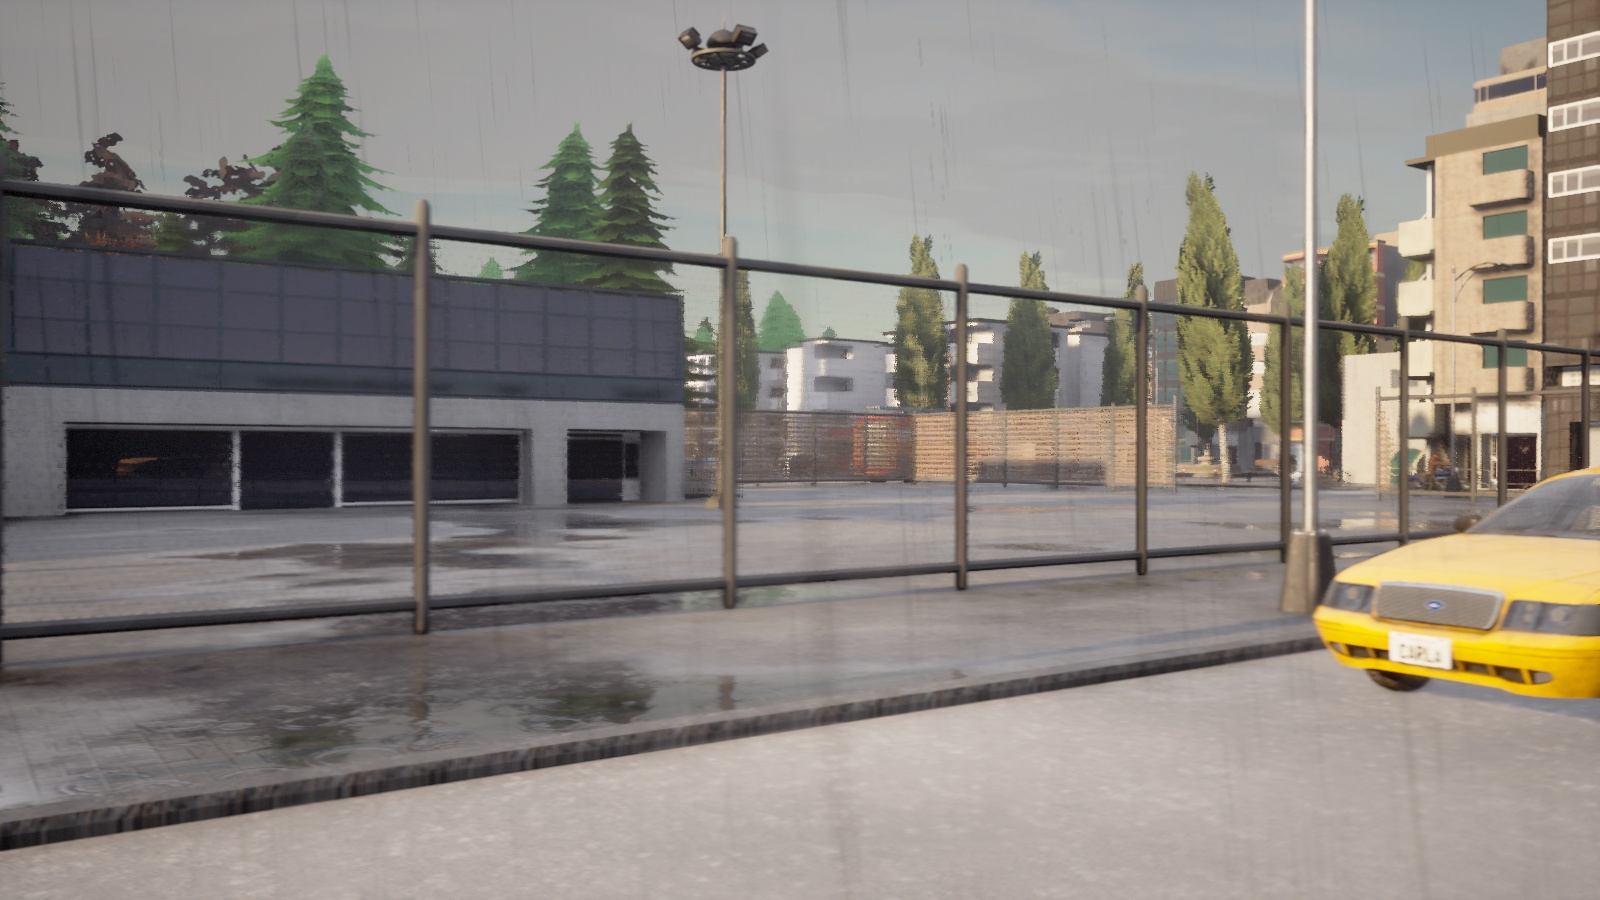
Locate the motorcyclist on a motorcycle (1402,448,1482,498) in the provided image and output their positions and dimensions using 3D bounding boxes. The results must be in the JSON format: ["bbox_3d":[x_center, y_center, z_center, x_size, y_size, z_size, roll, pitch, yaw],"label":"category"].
[{"bbox_3d":[21.765,0.754,42.631,0.766,1.649,2.350,0,0,-35],"label":"motorcyclist on a motorcycle"}]

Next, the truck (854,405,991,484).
[{"bbox_3d":[6.430,-0.274,64.622,2.891,3.827,8.468,0,0,38],"label":"truck"}]

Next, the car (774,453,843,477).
[{"bbox_3d":[0.492,0.946,79.903,1.837,1.490,4.892,0,0,-35],"label":"car"}]

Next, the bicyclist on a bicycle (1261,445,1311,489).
[{"bbox_3d":[20.103,0.701,51.961,0.659,1.776,1.843,0,0,-35],"label":"bicyclist on a bicycle"}]

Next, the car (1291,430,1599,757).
[{"bbox_3d":[5.680,0.692,8.187,5.366,1.575,1.801,0,0,-33],"label":"car"}]
